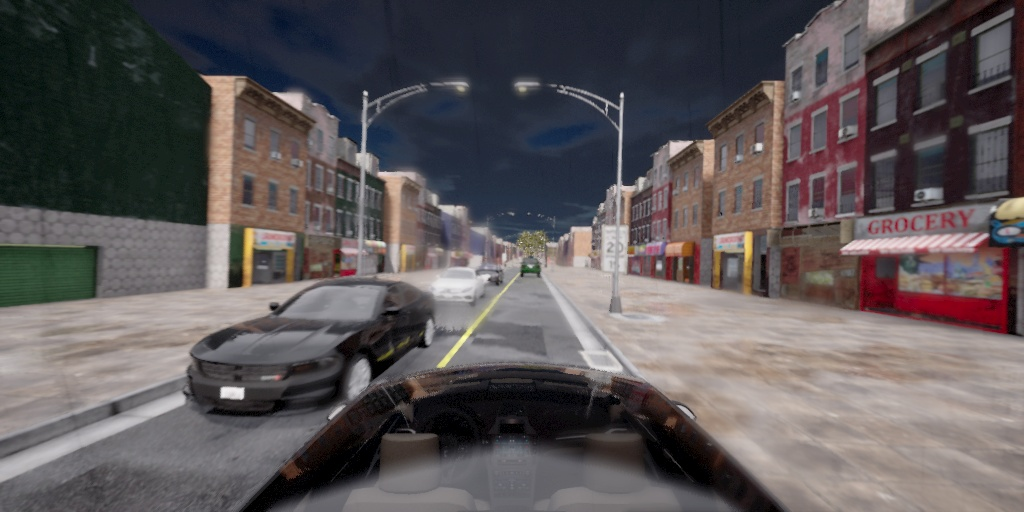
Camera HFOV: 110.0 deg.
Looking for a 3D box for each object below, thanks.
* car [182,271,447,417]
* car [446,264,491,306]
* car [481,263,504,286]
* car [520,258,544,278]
[{"bbox_3d":[-2.722,1.136,6.170,1.882,1.535,5.008,2,0,3],"label":"car"},{"bbox_3d":[-2.214,1.215,15.551,1.812,1.442,4.674,2,0,3],"label":"car"},{"bbox_3d":[-1.637,1.260,25.940,2.128,1.511,4.902,2,0,3],"label":"car"},{"bbox_3d":[1.999,1.218,38.535,2.150,2.045,5.566,2,-1,3],"label":"car"}]
